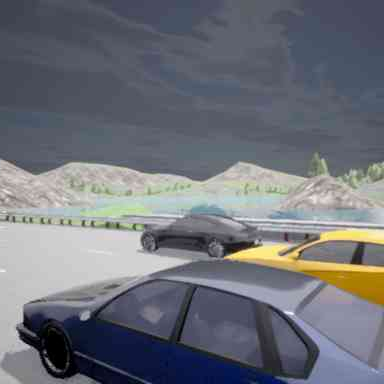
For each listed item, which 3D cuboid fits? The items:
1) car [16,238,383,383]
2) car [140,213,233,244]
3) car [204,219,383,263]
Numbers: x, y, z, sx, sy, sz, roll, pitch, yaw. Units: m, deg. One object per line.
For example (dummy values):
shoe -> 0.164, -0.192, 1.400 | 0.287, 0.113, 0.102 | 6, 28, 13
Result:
car -> 0.205, 1.538, 3.792 | 5.357, 1.411, 2.033 | 0, 0, 35
car -> 0.199, 1.507, 12.190 | 4.674, 1.442, 1.812 | 0, 0, 34
car -> 2.893, 1.443, 6.137 | 5.008, 1.535, 1.882 | 0, 0, 36
